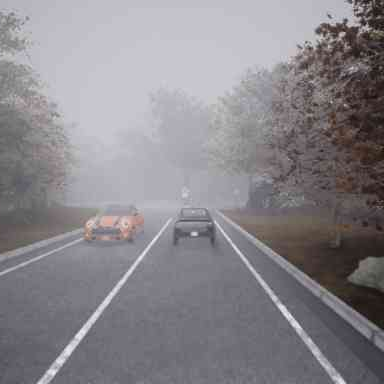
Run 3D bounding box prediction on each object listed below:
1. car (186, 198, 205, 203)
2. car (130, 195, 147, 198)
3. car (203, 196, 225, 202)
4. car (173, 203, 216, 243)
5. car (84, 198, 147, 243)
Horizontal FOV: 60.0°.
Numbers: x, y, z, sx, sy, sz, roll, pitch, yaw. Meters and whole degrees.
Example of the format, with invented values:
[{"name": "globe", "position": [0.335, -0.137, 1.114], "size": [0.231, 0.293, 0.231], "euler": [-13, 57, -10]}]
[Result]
[{"name": "car", "position": [0.093, 1.607, 34.016], "size": [1.895, 1.301, 4.718], "euler": [0, 0, 0]}, {"name": "car", "position": [-12.045, 1.491, 71.437], "size": [5.008, 1.535, 1.882], "euler": [0, 0, -43]}, {"name": "car", "position": [4.582, 1.551, 74.264], "size": [5.357, 1.411, 2.033], "euler": [0, 0, 22]}, {"name": "car", "position": [0.097, 1.495, 15.987], "size": [2.128, 1.511, 4.902], "euler": [0, 0, 0]}, {"name": "car", "position": [-3.602, 1.355, 16.126], "size": [2.097, 1.767, 4.553], "euler": [0, 0, 0]}]
